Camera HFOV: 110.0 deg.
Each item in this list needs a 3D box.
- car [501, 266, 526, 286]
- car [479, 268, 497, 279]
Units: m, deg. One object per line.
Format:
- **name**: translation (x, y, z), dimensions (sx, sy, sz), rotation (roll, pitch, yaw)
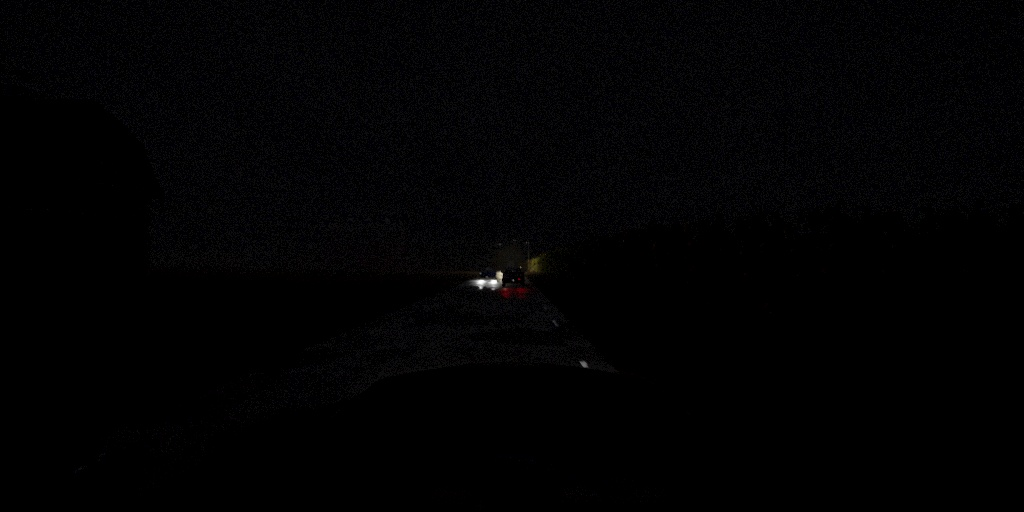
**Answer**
- **car**: translation (0.109, 1.701, 30.012), dimensions (2.128, 1.511, 4.902), rotation (0, -1, 0)
- **car**: translation (-2.828, 2.092, 42.687), dimensions (1.895, 1.301, 4.718), rotation (0, -1, 0)
